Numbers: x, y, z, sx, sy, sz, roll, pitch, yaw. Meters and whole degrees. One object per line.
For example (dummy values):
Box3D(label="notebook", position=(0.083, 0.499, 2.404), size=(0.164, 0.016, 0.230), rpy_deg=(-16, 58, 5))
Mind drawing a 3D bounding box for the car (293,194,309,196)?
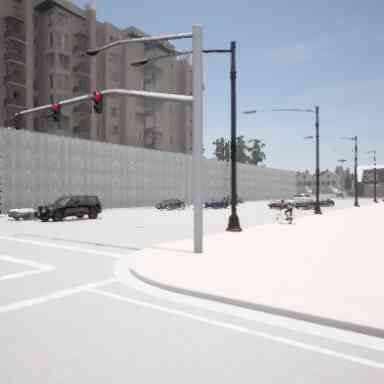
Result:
Box3D(label="car", position=(18.223, 1.291, 54.879), size=(2.150, 2.045, 5.566), rpy_deg=(0, 0, 36))

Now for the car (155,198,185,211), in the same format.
Box3D(label="car", position=(-2.852, 1.618, 43.693), size=(1.837, 1.490, 4.892), rpy_deg=(0, 0, 36))

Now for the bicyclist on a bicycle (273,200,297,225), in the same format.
Box3D(label="bicyclist on a bicycle", position=(6.119, 1.332, 21.937), size=(1.656, 1.620, 0.582), rpy_deg=(-1, 0, 36))

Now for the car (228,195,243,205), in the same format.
Box3D(label="car", position=(7.018, 1.273, 57.277), size=(2.097, 1.767, 4.553), rpy_deg=(0, 0, 36))

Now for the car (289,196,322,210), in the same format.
Box3D(label="car", position=(15.336, 1.603, 44.779), size=(2.033, 1.411, 5.357), rpy_deg=(0, 0, 36))

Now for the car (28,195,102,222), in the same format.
Box3D(label="car", position=(-10.099, 1.312, 27.613), size=(2.150, 2.045, 5.566), rpy_deg=(0, 1, 36))

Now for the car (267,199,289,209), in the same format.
Box3D(label="car", position=(12.298, 1.670, 46.549), size=(1.895, 1.301, 4.718), rpy_deg=(0, 0, 36))

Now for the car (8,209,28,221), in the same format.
Box3D(label="car", position=(-13.359, 1.713, 29.077), size=(1.895, 1.301, 4.718), rpy_deg=(0, 0, 35))

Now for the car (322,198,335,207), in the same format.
Box3D(label="car", position=(21.290, 1.603, 53.148), size=(2.033, 1.411, 5.357), rpy_deg=(0, 0, 36))

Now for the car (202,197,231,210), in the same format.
Box3D(label="car", position=(3.074, 1.699, 45.929), size=(1.895, 1.301, 4.718), rpy_deg=(0, 0, 36))
